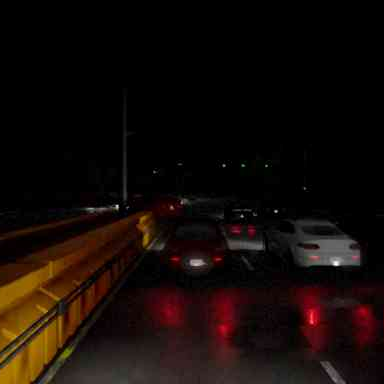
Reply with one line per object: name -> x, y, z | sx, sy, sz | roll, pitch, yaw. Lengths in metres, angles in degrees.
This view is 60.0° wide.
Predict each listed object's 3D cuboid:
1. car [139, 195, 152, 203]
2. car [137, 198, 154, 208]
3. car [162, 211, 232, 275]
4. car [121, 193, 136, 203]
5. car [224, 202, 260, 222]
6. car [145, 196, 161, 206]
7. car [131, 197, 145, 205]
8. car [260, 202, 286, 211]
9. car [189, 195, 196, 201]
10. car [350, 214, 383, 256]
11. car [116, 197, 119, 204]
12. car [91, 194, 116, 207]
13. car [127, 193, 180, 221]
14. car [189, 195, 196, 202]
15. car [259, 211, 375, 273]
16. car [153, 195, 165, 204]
car -> -10.406, 1.466, 74.622 | 2.097, 1.767, 4.553 | 0, 0, 0
car -> -7.016, 1.601, 50.418 | 1.812, 1.442, 4.674 | 0, 0, 0
car -> 0.112, 1.541, 10.344 | 1.812, 1.442, 4.674 | 0, 0, 0
car -> -13.908, 1.333, 72.864 | 2.150, 2.045, 5.566 | 0, 0, 0
car -> 3.628, 1.532, 26.372 | 2.128, 1.511, 4.902 | 0, 0, 0
car -> -6.961, 1.581, 59.686 | 2.128, 1.511, 4.902 | 0, 0, 1
car -> -10.419, 1.660, 64.399 | 1.994, 1.385, 4.181 | 0, 0, 0
car -> 7.134, 1.611, 30.217 | 1.994, 1.385, 4.181 | 0, 0, 0
car -> 0.120, 1.620, 93.653 | 1.882, 1.535, 5.008 | 0, 0, 0
car -> 7.112, 1.568, 13.117 | 2.033, 1.411, 5.357 | 0, 0, 0
car -> -10.501, 1.644, 54.321 | 1.994, 1.385, 4.181 | 0, 0, 0
car -> -14.016, 1.298, 52.016 | 2.150, 2.045, 5.566 | 0, 0, 1
car -> -3.195, 1.261, 26.886 | 2.150, 2.045, 5.566 | 1, -1, -38
car -> 0.107, 1.722, 83.712 | 1.895, 1.301, 4.718 | 0, 0, 0
car -> 3.610, 1.542, 10.639 | 1.812, 1.442, 4.674 | 0, 0, 0
car -> -6.912, 1.460, 69.706 | 2.097, 1.767, 4.553 | 0, 0, 0
